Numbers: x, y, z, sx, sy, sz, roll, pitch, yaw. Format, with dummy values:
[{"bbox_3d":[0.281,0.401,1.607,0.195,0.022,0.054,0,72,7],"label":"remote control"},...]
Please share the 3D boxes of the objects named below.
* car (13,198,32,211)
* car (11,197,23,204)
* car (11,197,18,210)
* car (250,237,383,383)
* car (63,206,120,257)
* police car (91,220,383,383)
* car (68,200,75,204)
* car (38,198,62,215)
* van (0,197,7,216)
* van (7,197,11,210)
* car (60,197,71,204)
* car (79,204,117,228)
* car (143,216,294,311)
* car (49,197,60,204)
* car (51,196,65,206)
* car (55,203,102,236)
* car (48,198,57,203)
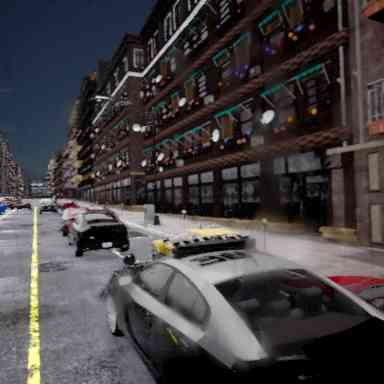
[{"bbox_3d":[-23.903,1.943,47.399,1.895,1.301,4.718,-1,0,-25],"label":"car"},{"bbox_3d":[-42.194,2.017,80.213,2.192,1.841,5.009,0,-1,-25],"label":"car"},{"bbox_3d":[-28.041,1.734,50.202,2.192,1.841,5.009,0,-1,-25],"label":"car"},{"bbox_3d":[2.702,1.480,3.484,1.887,1.381,4.507,0,0,-25],"label":"car"},{"bbox_3d":[-3.868,1.531,13.289,1.837,1.490,4.892,-1,0,-25],"label":"car"},{"bbox_3d":[0.221,1.402,4.258,1.930,1.638,5.238,-1,0,-26],"label":"police car"},{"bbox_3d":[-9.094,1.639,28.495,2.008,1.369,4.403,0,-1,-25],"label":"car"},{"bbox_3d":[-16.265,1.754,37.682,2.033,1.411,5.357,-1,0,-25],"label":"car"},{"bbox_3d":[-20.963,1.639,35.195,1.690,1.788,3.998,1,-1,-25],"label":"van"},{"bbox_3d":[-23.323,1.678,40.198,1.690,1.788,3.998,1,-1,-25],"label":"van"},{"bbox_3d":[-16.171,1.743,43.502,1.887,1.381,4.507,0,-1,-25],"label":"car"},{"bbox_3d":[-6.734,1.601,23.492,1.887,1.381,4.507,0,-1,-25],"label":"car"},{"bbox_3d":[0.270,1.489,8.641,1.752,1.417,4.829,0,-1,-25],"label":"car"},{"bbox_3d":[-30.358,1.902,73.504,1.967,1.590,4.097,0,-1,-25],"label":"car"},{"bbox_3d":[-25.638,1.683,63.499,2.192,1.841,5.009,0,-1,-25],"label":"car"},{"bbox_3d":[-6.427,1.586,18.717,1.812,1.442,4.674,-1,0,-25],"label":"car"},{"bbox_3d":[-35.076,2.145,83.508,1.802,1.307,4.206,0,-1,-25],"label":"car"}]
